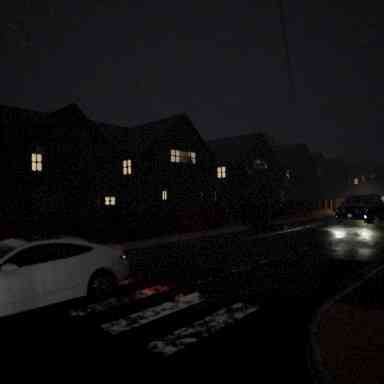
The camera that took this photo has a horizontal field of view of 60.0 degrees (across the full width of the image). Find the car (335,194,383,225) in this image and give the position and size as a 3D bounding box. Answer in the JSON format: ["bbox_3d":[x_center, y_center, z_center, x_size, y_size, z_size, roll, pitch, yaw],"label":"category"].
[{"bbox_3d":[12.235,1.185,23.985,2.150,2.045,5.566,-2,-1,42],"label":"car"}]

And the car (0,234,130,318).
[{"bbox_3d":[-3.417,1.644,6.695,1.812,1.442,4.674,-2,-1,42],"label":"car"}]
